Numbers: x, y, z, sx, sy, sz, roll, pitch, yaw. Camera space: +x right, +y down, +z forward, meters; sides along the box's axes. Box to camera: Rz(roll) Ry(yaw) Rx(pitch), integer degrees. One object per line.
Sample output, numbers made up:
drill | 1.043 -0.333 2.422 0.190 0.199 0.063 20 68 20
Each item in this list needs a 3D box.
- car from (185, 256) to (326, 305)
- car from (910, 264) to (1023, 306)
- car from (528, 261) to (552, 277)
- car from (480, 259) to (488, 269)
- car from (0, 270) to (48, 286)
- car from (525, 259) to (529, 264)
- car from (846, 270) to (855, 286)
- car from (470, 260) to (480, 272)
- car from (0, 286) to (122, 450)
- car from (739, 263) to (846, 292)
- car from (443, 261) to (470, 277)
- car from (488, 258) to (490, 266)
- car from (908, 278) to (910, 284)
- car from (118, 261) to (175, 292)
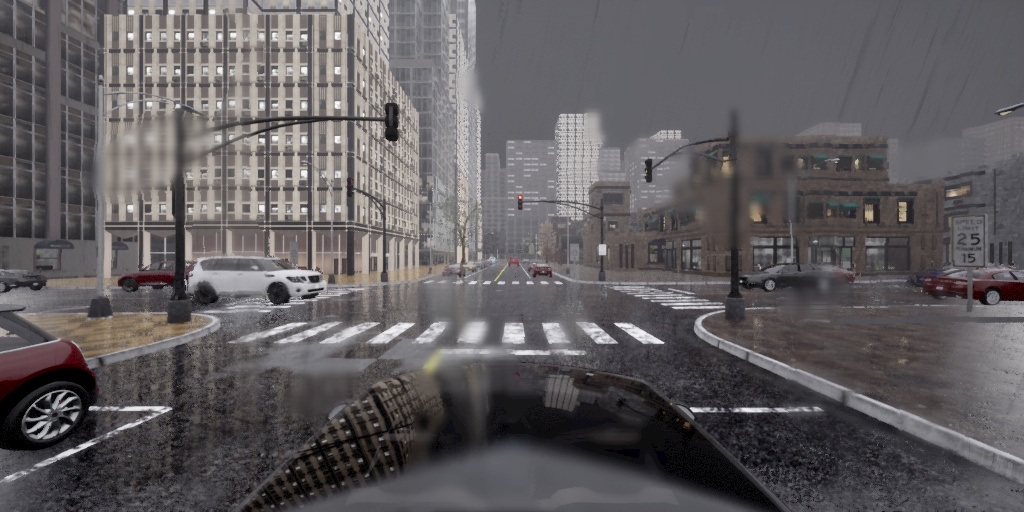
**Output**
car | -11.375 1.030 16.098 5.566 2.045 2.150 -1 0 5
car | 19.134 1.153 14.162 4.507 1.381 1.888 0 0 -1
car | 2.854 1.304 34.683 1.888 1.381 4.507 0 0 0
car | -5.415 1.324 56.889 2.007 1.370 4.403 0 0 0
car | -31.432 1.508 22.036 4.403 1.370 2.007 0 0 -1
car | 2.909 1.348 45.765 1.802 1.307 4.207 0 0 0
car | 19.050 1.202 22.543 4.207 1.307 1.802 0 0 -1
car | -5.472 1.292 45.637 1.751 1.417 4.829 0 0 0
car | -5.691 1.190 2.259 1.967 1.591 4.097 0 0 0
car | 15.140 1.147 19.915 4.892 1.490 1.837 0 0 -1
car | -5.527 1.341 34.726 1.802 1.307 4.207 0 0 0
car | -5.388 1.344 62.429 1.948 1.339 4.313 0 0 0
car | 24.943 1.141 20.021 4.181 1.385 1.994 0 0 -1
car | -21.022 1.204 22.140 5.009 1.841 2.192 0 0 -1
